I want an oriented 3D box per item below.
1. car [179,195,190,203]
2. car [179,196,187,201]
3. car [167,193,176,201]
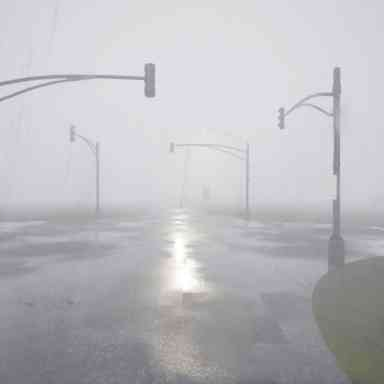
[{"bbox_3d":[-1.565,1.384,69.784,2.097,1.767,4.553,0,0,-3],"label":"car"},{"bbox_3d":[-2.159,1.559,79.858,1.895,1.301,4.718,0,0,-4],"label":"car"},{"bbox_3d":[-4.548,1.013,73.879,2.097,1.767,4.553,0,0,-3],"label":"car"}]
